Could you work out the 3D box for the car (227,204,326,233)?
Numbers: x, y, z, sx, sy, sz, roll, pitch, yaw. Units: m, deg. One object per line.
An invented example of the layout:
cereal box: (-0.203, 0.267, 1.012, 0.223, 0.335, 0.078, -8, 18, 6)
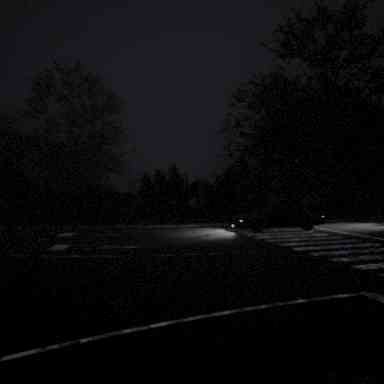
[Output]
car: (4.710, 1.386, 18.382, 5.357, 1.411, 2.033, 0, 1, -17)
